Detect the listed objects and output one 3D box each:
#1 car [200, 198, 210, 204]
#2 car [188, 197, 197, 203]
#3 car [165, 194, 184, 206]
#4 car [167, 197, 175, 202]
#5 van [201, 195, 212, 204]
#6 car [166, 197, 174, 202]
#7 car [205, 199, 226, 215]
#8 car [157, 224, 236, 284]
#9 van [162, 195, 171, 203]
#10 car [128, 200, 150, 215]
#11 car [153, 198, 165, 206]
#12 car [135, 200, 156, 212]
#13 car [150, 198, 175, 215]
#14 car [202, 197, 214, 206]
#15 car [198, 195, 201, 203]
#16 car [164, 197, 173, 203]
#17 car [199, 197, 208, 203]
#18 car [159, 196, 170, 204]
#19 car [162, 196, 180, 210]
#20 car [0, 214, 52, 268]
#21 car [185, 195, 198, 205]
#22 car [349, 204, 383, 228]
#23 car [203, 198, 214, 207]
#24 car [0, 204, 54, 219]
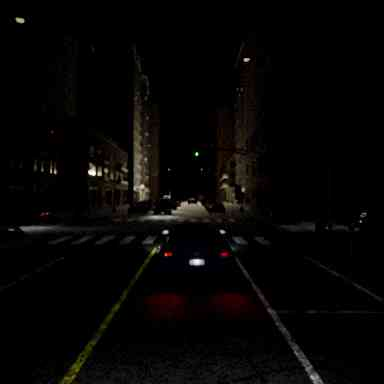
[{"bbox_3d":[2.743,1.879,70.395,1.802,1.307,4.206,1,0,0],"label":"car"},{"bbox_3d":[0.075,1.919,76.402,1.895,1.301,4.718,0,0,0],"label":"car"},{"bbox_3d":[-2.992,1.585,56.011,2.097,1.767,4.553,0,0,1],"label":"car"},{"bbox_3d":[-5.760,1.965,93.102,1.947,1.339,4.313,1,0,0],"label":"car"},{"bbox_3d":[2.729,1.563,53.377,1.690,1.788,3.998,1,0,0],"label":"van"},{"bbox_3d":[-5.765,1.925,87.428,2.008,1.369,4.403,1,0,0],"label":"car"},{"bbox_3d":[2.710,1.732,36.355,1.802,1.307,4.206,1,0,0],"label":"car"},{"bbox_3d":[0.069,1.605,9.720,1.994,1.385,4.181,0,0,-1],"label":"car"},{"bbox_3d":[-5.774,1.664,76.084,1.690,1.788,3.998,1,0,0],"label":"van"},{"bbox_3d":[-5.815,1.695,36.373,1.887,1.381,4.507,1,0,0],"label":"car"},{"bbox_3d":[-5.793,1.829,59.065,1.802,1.307,4.206,1,0,0],"label":"car"},{"bbox_3d":[-5.810,1.718,42.046,1.887,1.381,4.507,1,0,0],"label":"car"},{"bbox_3d":[-3.109,1.696,36.015,2.033,1.411,5.357,0,0,-3],"label":"car"},{"bbox_3d":[2.721,1.779,47.702,1.802,1.307,4.206,1,0,0],"label":"car"},{"bbox_3d":[2.735,1.561,59.050,2.192,1.841,5.009,1,0,0],"label":"car"},{"bbox_3d":[-5.771,1.930,81.755,1.802,1.307,4.206,1,0,0],"label":"car"},{"bbox_3d":[2.755,1.914,81.742,1.947,1.339,4.313,1,0,0],"label":"car"},{"bbox_3d":[-5.781,1.737,70.411,1.967,1.590,4.097,1,0,0],"label":"car"},{"bbox_3d":[-3.045,1.668,45.980,1.882,1.535,5.008,0,0,0],"label":"car"},{"bbox_3d":[-5.842,1.563,9.184,1.752,1.417,4.829,1,0,0],"label":"car"},{"bbox_3d":[0.076,1.823,65.703,2.033,1.411,5.357,0,0,0],"label":"car"},{"bbox_3d":[13.613,1.592,23.550,4.553,1.767,2.097,0,-1,0],"label":"car"},{"bbox_3d":[2.715,1.755,42.029,1.802,1.307,4.206,1,0,0],"label":"car"},{"bbox_3d":[-12.773,1.557,23.706,5.357,1.411,2.033,1,-1,1],"label":"car"}]
